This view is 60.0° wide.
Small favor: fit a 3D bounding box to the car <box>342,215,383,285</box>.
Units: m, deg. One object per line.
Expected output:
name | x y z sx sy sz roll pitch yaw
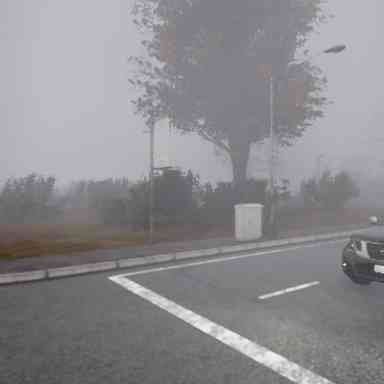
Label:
car | 6.094 1.211 8.353 5.566 2.045 2.150 0 0 -36
